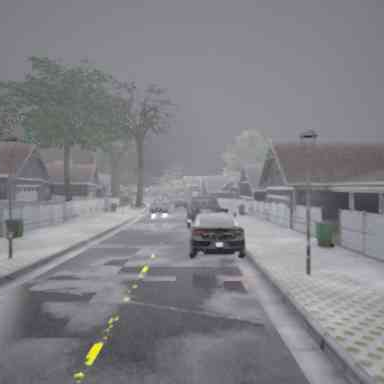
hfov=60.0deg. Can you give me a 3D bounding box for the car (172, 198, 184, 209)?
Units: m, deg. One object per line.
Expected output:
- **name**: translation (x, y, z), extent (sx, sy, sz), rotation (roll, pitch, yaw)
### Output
- **car**: translation (-1.626, 1.670, 48.960), extent (1.837, 1.490, 4.892), rotation (0, 0, -5)

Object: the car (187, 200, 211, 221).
- **car**: translation (0.514, 1.506, 29.058), extent (1.801, 1.575, 5.366), rotation (0, 0, -2)

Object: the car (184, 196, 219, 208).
- **car**: translation (0.716, 1.256, 22.869), extent (2.150, 2.045, 5.566), rotation (0, 0, -1)

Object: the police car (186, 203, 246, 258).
- **police car**: translation (0.845, 1.429, 12.895), extent (1.930, 1.638, 5.238), rotation (0, 0, 0)

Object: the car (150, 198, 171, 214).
- **car**: translation (-3.569, 1.648, 36.586), extent (1.994, 1.385, 4.181), rotation (0, 0, -3)
